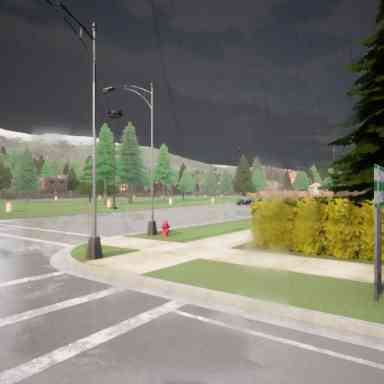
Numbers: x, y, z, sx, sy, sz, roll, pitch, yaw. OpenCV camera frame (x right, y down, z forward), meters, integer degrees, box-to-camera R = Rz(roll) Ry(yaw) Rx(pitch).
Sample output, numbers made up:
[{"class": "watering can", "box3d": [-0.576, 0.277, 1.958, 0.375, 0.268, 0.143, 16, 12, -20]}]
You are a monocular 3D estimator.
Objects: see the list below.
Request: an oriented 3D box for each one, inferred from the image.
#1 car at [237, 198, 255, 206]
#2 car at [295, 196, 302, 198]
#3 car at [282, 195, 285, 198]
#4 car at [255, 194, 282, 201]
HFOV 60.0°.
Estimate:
[{"class": "car", "box3d": [9.411, 1.600, 56.103, 1.895, 1.301, 4.718, 0, 0, 36]}, {"class": "car", "box3d": [21.428, 1.547, 66.725, 2.033, 1.411, 5.357, 0, 0, 36]}, {"class": "car", "box3d": [17.716, 1.353, 67.566, 2.097, 1.767, 4.553, 0, 0, 36]}, {"class": "car", "box3d": [12.666, 1.527, 54.631, 1.812, 1.442, 4.674, 0, -1, 36]}]
